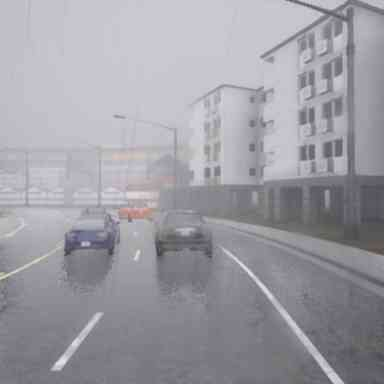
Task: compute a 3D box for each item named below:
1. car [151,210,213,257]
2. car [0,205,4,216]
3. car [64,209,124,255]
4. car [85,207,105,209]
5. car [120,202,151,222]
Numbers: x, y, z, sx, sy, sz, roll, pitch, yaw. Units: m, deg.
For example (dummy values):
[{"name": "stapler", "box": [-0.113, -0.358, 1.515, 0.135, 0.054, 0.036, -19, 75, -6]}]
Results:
[{"name": "car", "box": [-0.520, 1.506, 13.861, 2.097, 1.767, 4.553, 0, -1, -8]}, {"name": "car", "box": [-22.198, 1.753, 36.265, 2.097, 1.767, 4.553, 1, -1, -43]}, {"name": "car", "box": [-4.068, 1.682, 14.003, 1.812, 1.442, 4.674, 0, 0, -8]}, {"name": "car", "box": [-8.293, 1.914, 28.204, 1.895, 1.301, 4.718, 0, -1, -25]}, {"name": "car", "box": [-5.166, 1.681, 29.738, 2.097, 1.767, 4.553, 0, -1, -26]}]
